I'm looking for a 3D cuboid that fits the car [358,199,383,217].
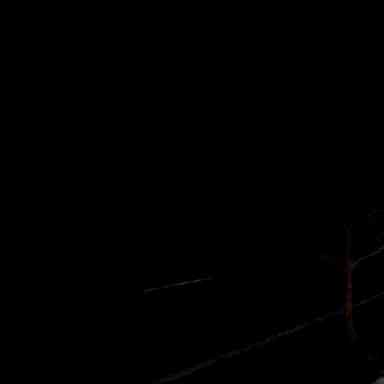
[{"bbox_3d":[19.586,1.696,33.330,2.435,2.045,5.566,2,-2,-43],"label":"car"}]
